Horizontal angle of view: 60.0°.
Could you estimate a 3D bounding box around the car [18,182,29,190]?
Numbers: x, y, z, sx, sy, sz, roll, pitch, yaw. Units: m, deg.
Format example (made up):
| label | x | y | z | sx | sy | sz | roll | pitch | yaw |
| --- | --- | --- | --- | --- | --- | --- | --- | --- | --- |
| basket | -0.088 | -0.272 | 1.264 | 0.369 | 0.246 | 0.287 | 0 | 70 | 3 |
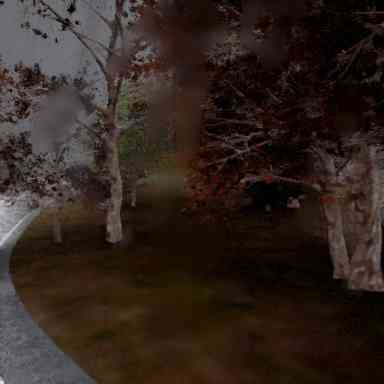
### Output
| label | x | y | z | sx | sy | sz | roll | pitch | yaw |
| --- | --- | --- | --- | --- | --- | --- | --- | --- | --- |
| car | -21.687 | -0.968 | 43.816 | 2.128 | 1.511 | 4.902 | 0 | 4 | -13 |
